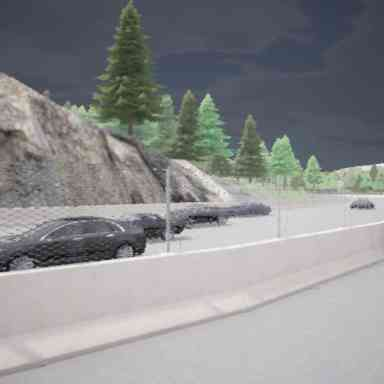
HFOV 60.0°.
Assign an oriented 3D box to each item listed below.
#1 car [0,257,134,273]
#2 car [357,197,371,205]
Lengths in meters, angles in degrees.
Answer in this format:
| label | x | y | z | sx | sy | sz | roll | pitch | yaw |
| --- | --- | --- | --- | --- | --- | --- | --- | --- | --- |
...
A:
| label | x | y | z | sx | sy | sz | roll | pitch | yaw |
| --- | --- | --- | --- | --- | --- | --- | --- | --- | --- |
| car | -3.715 | 1.527 | 10.063 | 4.892 | 1.490 | 1.837 | 0 | 0 | -37 |
| car | 32.171 | 1.660 | 62.142 | 1.895 | 1.301 | 4.718 | 0 | 0 | 34 |
